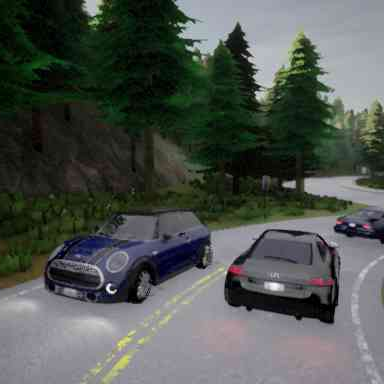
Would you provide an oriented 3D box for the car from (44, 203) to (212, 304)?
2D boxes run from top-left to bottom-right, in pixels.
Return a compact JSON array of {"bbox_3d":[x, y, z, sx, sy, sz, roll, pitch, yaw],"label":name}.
[{"bbox_3d":[-1.220,1.217,8.116,2.097,1.767,4.553,2,2,27],"label":"car"}]

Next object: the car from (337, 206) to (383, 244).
[{"bbox_3d":[8.686,1.363,15.000,5.357,1.411,2.033,-1,5,-33],"label":"car"}]

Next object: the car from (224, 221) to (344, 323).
[{"bbox_3d":[2.193,1.530,7.387,1.994,1.385,4.181,2,2,24],"label":"car"}]
